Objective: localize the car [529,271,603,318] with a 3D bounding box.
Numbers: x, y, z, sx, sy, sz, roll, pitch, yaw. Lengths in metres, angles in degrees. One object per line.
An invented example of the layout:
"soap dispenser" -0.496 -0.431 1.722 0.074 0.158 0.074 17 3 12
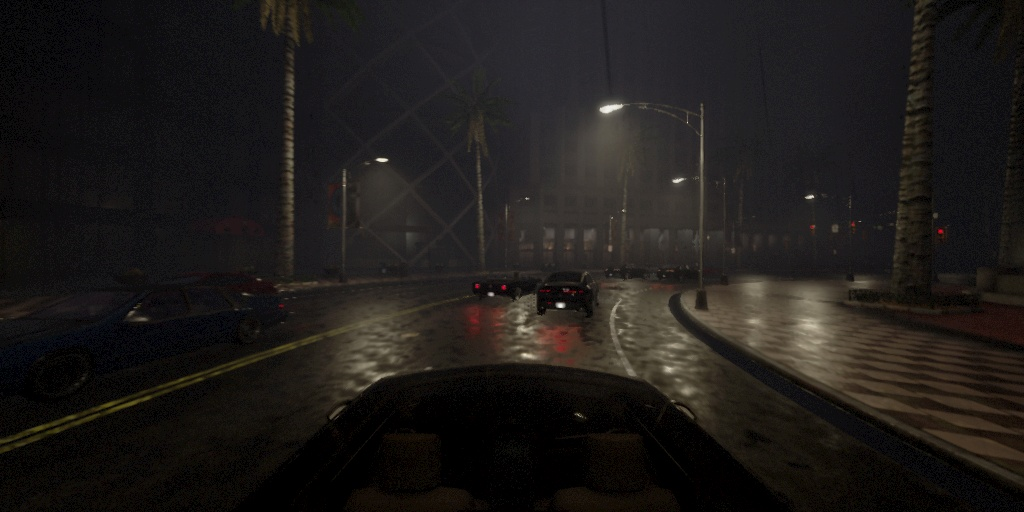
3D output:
"car" 2.212 1.281 13.402 1.837 1.490 4.892 0 0 17

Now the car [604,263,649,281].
"car" 9.908 1.344 30.814 4.902 1.511 2.128 1 0 -41

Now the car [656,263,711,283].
"car" 13.856 1.381 29.477 4.902 1.511 2.128 1 0 -36

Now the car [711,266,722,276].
"car" 21.324 1.595 40.835 4.718 1.301 1.895 1 0 -14

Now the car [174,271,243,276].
"car" -9.417 1.194 10.808 1.812 1.442 4.674 0 0 12

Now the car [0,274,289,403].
"car" -6.709 1.238 6.563 2.033 1.411 5.357 0 0 7

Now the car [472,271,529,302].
"car" -0.065 1.358 17.378 1.895 1.301 4.718 0 0 22
